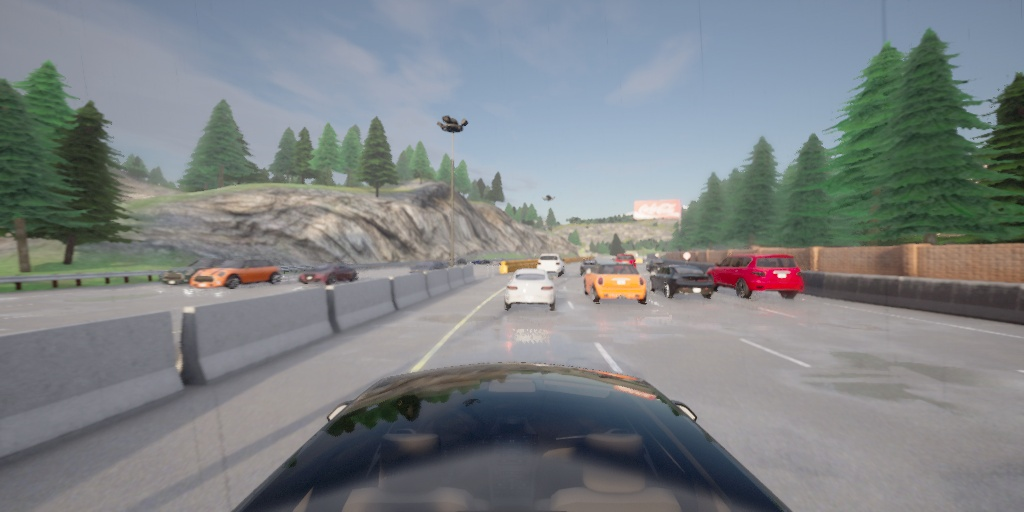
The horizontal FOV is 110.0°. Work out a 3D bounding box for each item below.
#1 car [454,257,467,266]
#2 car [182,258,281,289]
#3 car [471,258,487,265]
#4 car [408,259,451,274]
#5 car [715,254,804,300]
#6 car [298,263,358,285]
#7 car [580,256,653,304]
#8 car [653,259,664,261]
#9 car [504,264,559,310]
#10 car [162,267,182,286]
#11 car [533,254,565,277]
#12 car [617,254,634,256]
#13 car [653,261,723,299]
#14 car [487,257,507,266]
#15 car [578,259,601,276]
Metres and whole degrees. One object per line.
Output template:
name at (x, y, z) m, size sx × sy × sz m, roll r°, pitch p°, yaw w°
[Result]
car at (-9.724, 0.900, 63.743) m, size 2.128 × 1.511 × 4.902 m, roll 0°, pitch 0°, yaw 18°
car at (-16.272, 0.958, 21.398) m, size 2.097 × 1.767 × 4.553 m, roll 0°, pitch 0°, yaw 7°
car at (-5.661, 1.011, 64.997) m, size 1.895 × 1.301 × 4.718 m, roll 0°, pitch 0°, yaw 18°
car at (-7.455, 1.119, 32.576) m, size 2.033 × 1.411 × 5.357 m, roll 0°, pitch 0°, yaw 11°
car at (11.643, 0.919, 17.709) m, size 2.150 × 2.045 × 5.566 m, roll 0°, pitch 0°, yaw 7°
car at (-12.342, 1.166, 24.316) m, size 1.994 × 1.385 × 4.181 m, roll 0°, pitch 0°, yaw 8°
car at (4.469, 1.039, 16.138) m, size 2.097 × 1.767 × 4.553 m, roll 0°, pitch 0°, yaw 5°
car at (16.194, 1.098, 40.256) m, size 1.837 × 1.490 × 4.892 m, roll 0°, pitch 0°, yaw 16°
car at (0.770, 1.213, 14.225) m, size 1.812 × 1.442 × 4.674 m, roll 0°, pitch 0°, yaw 5°
car at (-19.561, 0.942, 23.141) m, size 2.097 × 1.767 × 4.553 m, roll 0°, pitch 0°, yaw 8°
car at (3.739, 0.816, 33.842) m, size 2.150 × 2.045 × 5.566 m, roll 0°, pitch 0°, yaw 12°
car at (11.906, 0.816, 37.943) m, size 2.150 × 2.045 × 5.566 m, roll 0°, pitch 0°, yaw 14°
car at (8.147, 1.194, 17.682) m, size 1.837 × 1.490 × 4.892 m, roll 0°, pitch 0°, yaw 6°
car at (-2.322, 0.949, 63.978) m, size 1.812 × 1.442 × 4.674 m, roll 0°, pitch 0°, yaw 18°
car at (7.857, 1.085, 36.059) m, size 2.128 × 1.511 × 4.902 m, roll 0°, pitch 0°, yaw 13°
